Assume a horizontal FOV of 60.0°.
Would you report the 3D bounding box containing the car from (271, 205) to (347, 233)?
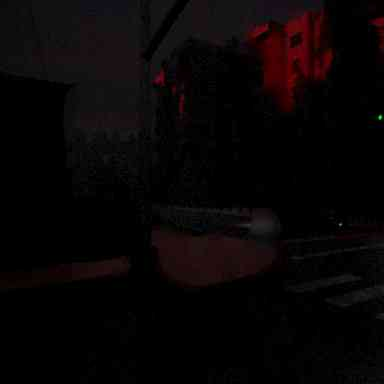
[{"bbox_3d":[6.739,1.515,19.612,1.812,1.442,4.674,0,0,-29],"label":"car"}]
